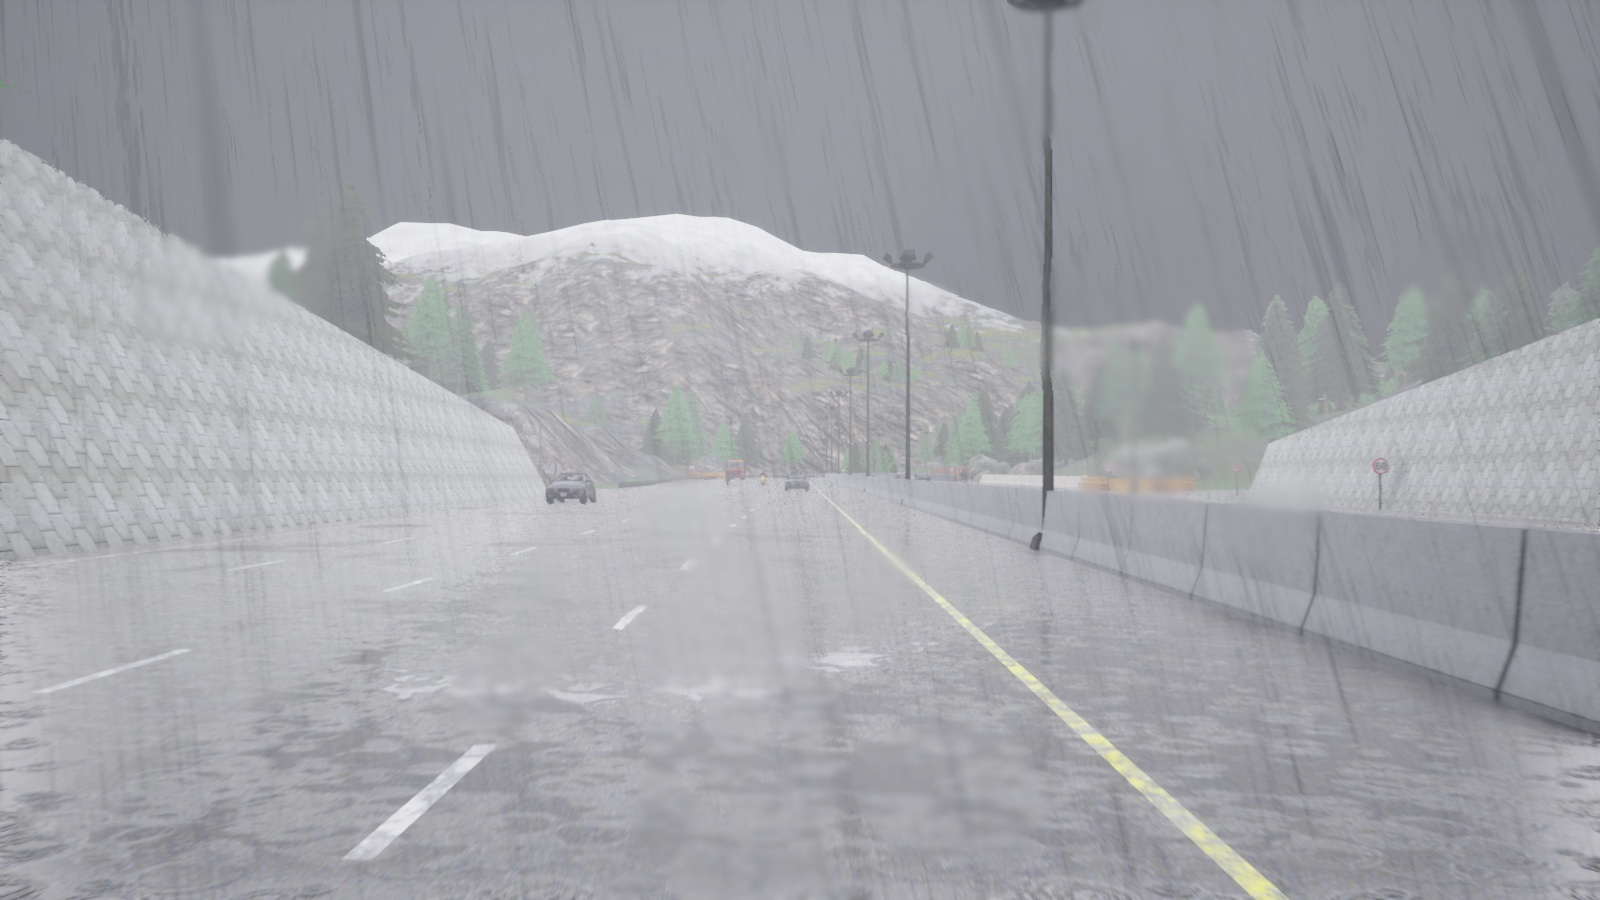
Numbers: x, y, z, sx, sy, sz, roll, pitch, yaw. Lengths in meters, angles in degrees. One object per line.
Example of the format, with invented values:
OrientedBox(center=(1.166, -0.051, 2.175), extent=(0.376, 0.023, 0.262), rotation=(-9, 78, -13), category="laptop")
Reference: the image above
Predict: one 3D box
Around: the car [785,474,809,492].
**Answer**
OrientedBox(center=(-0.235, 2.564, 98.464), extent=(1.895, 1.301, 4.718), rotation=(0, -1, 0), category="car")

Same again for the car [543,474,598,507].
OrientedBox(center=(-10.640, 1.849, 58.443), extent=(1.816, 1.474, 4.193), rotation=(0, -1, 0), category="car")
